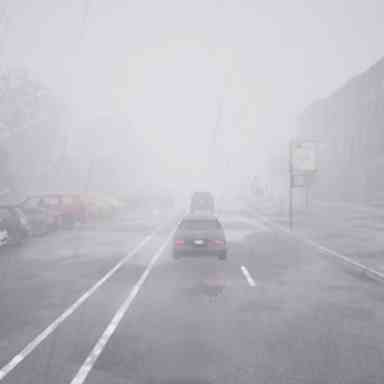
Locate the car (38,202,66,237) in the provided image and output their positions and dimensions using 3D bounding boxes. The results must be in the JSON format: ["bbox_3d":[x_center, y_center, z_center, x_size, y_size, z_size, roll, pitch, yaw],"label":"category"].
[{"bbox_3d":[-9.205,1.503,16.957,4.792,1.488,2.163,-1,1,-18],"label":"car"}]

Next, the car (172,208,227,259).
[{"bbox_3d":[0.289,1.567,12.655,2.033,1.411,5.357,0,0,2],"label":"car"}]

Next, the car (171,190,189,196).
[{"bbox_3d":[-3.256,0.158,90.935,4.674,1.452,2.002,-1,1,-13],"label":"car"}]

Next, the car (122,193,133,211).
[{"bbox_3d":[-8.760,1.218,31.763,5.366,1.575,1.946,-1,1,-17],"label":"car"}]

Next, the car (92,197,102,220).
[{"bbox_3d":[-8.984,1.396,22.918,4.892,1.521,2.231,-1,0,-18],"label":"car"}]

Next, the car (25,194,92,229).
[{"bbox_3d":[-9.113,1.188,19.926,5.566,2.045,2.435,-1,1,-18],"label":"car"}]

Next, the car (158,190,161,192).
[{"bbox_3d":[-7.451,0.727,49.609,4.553,1.767,2.185,-1,1,-16],"label":"car"}]

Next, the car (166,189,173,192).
[{"bbox_3d":[-6.522,0.627,61.456,4.892,1.521,2.231,-1,1,-15],"label":"car"}]

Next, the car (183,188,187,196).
[{"bbox_3d":[-4.521,0.305,79.227,5.366,1.575,1.946,-1,1,-14],"label":"car"}]

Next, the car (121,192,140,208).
[{"bbox_3d":[-8.421,1.156,34.784,5.008,1.535,2.097,-1,1,-17],"label":"car"}]

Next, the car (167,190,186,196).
[{"bbox_3d":[-4.001,0.254,85.081,4.674,1.452,2.002,-1,1,-13],"label":"car"}]

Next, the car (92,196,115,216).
[{"bbox_3d":[-8.851,1.340,25.884,5.008,1.535,2.097,-1,1,-18],"label":"car"}]

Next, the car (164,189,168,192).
[{"bbox_3d":[-6.991,0.766,55.541,4.792,1.488,2.163,-1,1,-15],"label":"car"}]

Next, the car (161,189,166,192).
[{"bbox_3d":[-7.252,0.794,52.569,5.008,1.535,2.097,-1,1,-16],"label":"car"}]

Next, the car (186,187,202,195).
[{"bbox_3d":[0.620,-0.024,78.956,2.033,1.411,5.357,0,1,7],"label":"car"}]

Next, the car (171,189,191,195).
[{"bbox_3d":[-3.058,0.069,93.841,5.366,1.575,1.946,-1,1,-13],"label":"car"}]

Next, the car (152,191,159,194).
[{"bbox_3d":[-7.703,0.912,46.650,5.008,1.535,2.097,-1,1,-16],"label":"car"}]

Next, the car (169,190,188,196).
[{"bbox_3d":[-3.617,0.207,88.010,4.674,1.452,2.002,0,0,-13],"label":"car"}]

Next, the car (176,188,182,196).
[{"bbox_3d":[-5.692,0.214,70.308,5.566,2.045,2.435,-1,1,-14],"label":"car"}]

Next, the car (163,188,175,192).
[{"bbox_3d":[-6.210,0.445,64.411,4.553,1.767,2.185,-1,1,-15],"label":"car"}]

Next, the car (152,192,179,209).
[{"bbox_3d":[-2.994,1.105,37.946,1.837,1.490,4.892,0,1,3],"label":"car"}]

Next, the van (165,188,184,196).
[{"bbox_3d":[-4.249,0.035,82.159,4.442,1.987,1.878,-1,1,-13],"label":"van"}]

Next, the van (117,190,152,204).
[{"bbox_3d":[-8.011,0.749,43.639,4.442,1.987,1.878,-1,1,-16],"label":"van"}]

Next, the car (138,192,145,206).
[{"bbox_3d":[-8.271,1.094,37.758,5.008,1.535,2.097,-1,1,-17],"label":"car"}]

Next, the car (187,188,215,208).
[{"bbox_3d":[1.008,0.951,31.706,2.150,2.045,5.566,0,1,3],"label":"car"}]

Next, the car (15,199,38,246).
[{"bbox_3d":[-9.234,1.371,14.005,4.553,1.767,2.185,-1,0,-19],"label":"car"}]

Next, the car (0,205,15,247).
[{"bbox_3d":[-9.310,1.259,11.035,5.566,2.045,2.435,-1,0,-19],"label":"car"}]

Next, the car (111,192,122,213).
[{"bbox_3d":[-8.756,1.154,28.847,4.553,1.767,2.185,-1,1,-17],"label":"car"}]

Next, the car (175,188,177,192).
[{"bbox_3d":[-5.960,0.557,67.371,4.674,1.452,2.002,-1,1,-15],"label":"car"}]
